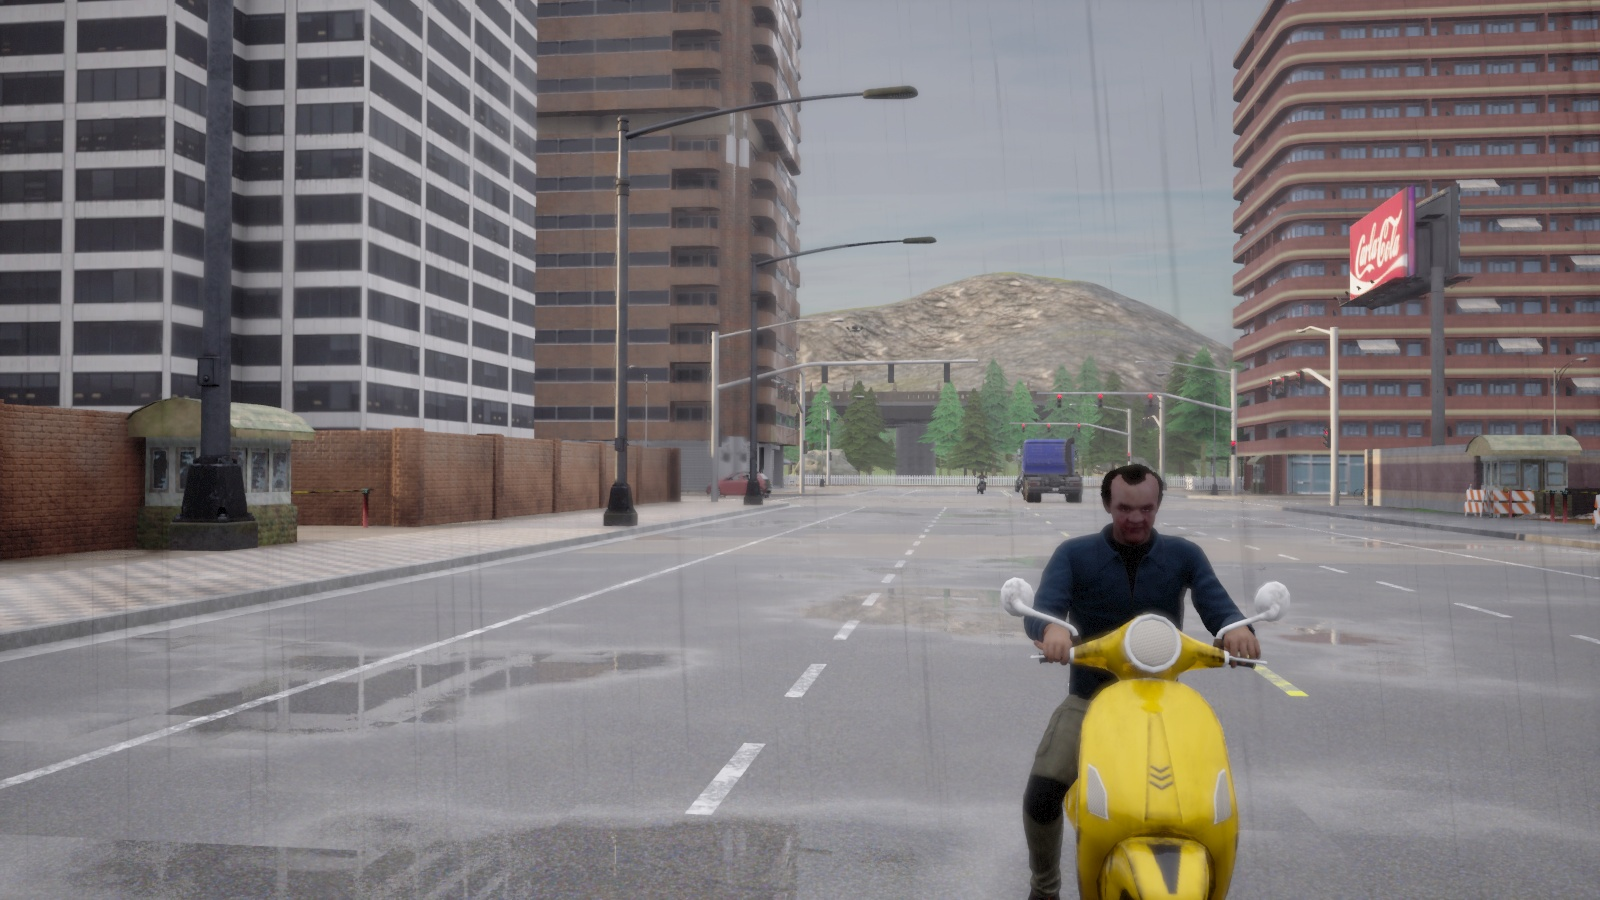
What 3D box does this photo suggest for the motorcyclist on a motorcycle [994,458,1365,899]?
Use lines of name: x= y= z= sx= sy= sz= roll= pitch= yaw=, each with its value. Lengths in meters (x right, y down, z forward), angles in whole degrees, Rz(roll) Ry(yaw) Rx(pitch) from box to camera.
motorcyclist on a motorcycle: x=1.080 y=0.831 z=4.042 sx=0.866 sy=1.590 sz=1.817 roll=0 pitch=-1 yaw=8

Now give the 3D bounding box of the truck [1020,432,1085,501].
truck: x=13.374 y=0.901 z=67.001 sx=2.891 sy=3.462 sz=7.936 roll=0 pitch=-1 yaw=8

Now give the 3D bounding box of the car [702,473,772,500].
car: x=-3.531 y=2.029 z=70.812 sx=3.633 sy=1.501 sz=1.845 roll=0 pitch=-1 yaw=11
